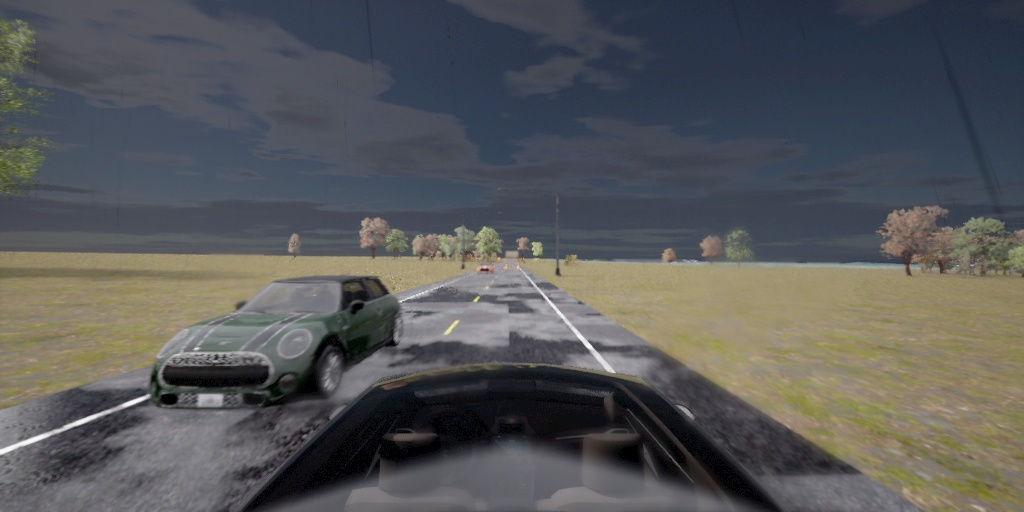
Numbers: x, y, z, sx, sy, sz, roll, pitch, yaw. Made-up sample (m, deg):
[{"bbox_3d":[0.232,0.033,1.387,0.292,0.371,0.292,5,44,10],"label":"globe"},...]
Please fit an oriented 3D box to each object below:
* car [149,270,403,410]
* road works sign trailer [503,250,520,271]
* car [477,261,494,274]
[{"bbox_3d":[-3.600,1.147,6.527,2.097,1.767,4.553,0,-1,0],"label":"car"},{"bbox_3d":[0.000,0.760,60.405,2.380,3.560,2.880,0,0,0],"label":"road works sign trailer"},{"bbox_3d":[-3.567,1.539,48.680,2.097,1.767,4.553,0,-1,0],"label":"car"}]
